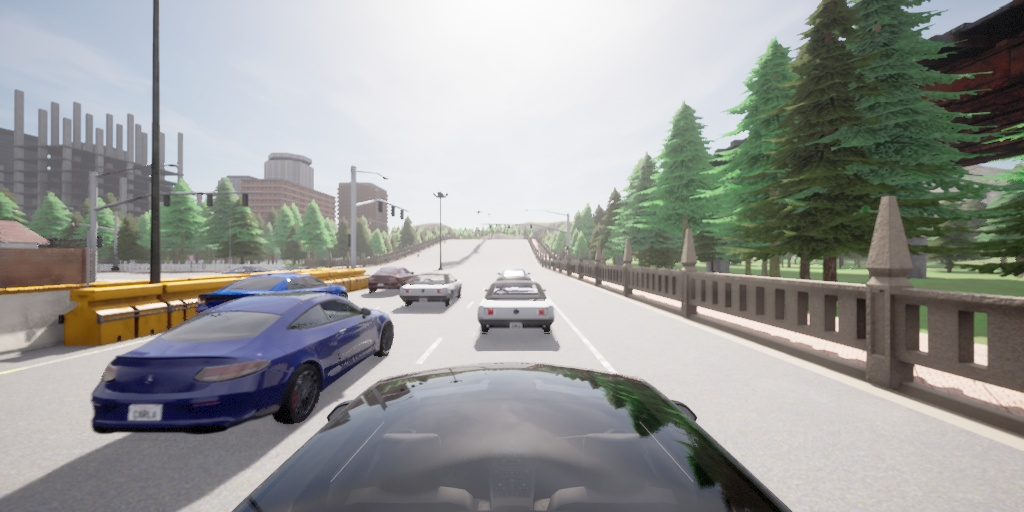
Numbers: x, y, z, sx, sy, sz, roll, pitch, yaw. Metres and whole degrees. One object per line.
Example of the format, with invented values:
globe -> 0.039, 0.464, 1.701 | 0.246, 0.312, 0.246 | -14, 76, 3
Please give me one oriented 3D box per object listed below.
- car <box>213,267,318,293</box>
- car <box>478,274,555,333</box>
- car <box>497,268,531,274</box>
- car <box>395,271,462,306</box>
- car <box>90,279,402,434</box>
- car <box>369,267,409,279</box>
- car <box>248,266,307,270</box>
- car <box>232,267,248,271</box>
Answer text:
car -> -6.898, 1.260, 11.017 | 1.882, 1.535, 5.008 | 0, 0, 0
car -> 0.101, 1.383, 10.829 | 1.895, 1.301, 4.718 | 0, 0, 0
car -> 0.104, 1.379, 20.209 | 1.994, 1.385, 4.181 | 0, 0, 0
car -> -3.398, 1.400, 15.989 | 1.895, 1.301, 4.718 | 0, 0, 0
car -> -3.398, 1.289, 5.628 | 1.812, 1.442, 4.674 | 0, 0, 0
car -> -6.898, 1.343, 21.123 | 1.812, 1.442, 4.674 | 0, 0, 0
car -> -14.002, 1.372, 23.244 | 2.033, 1.411, 5.357 | 0, 0, 0
car -> -17.497, 1.419, 23.733 | 1.994, 1.385, 4.181 | 0, 0, 0
